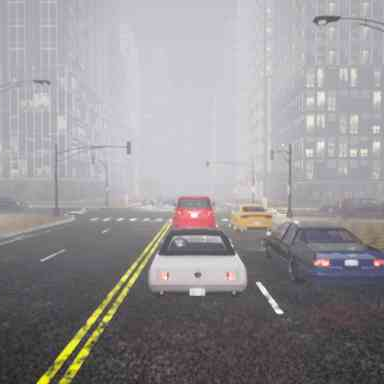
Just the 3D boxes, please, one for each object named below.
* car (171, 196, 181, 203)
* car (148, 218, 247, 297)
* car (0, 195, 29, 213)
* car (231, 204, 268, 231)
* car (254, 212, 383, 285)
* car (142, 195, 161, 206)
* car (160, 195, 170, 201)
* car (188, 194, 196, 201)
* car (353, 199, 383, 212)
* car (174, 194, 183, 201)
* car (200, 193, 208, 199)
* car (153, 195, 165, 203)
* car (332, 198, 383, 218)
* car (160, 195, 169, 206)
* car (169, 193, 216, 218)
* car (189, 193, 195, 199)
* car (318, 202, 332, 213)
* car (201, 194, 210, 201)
[{"bbox_3d":[-3.241,1.440,67.729,1.895,1.301,4.718,0,0,0],"label":"car"},{"bbox_3d":[0.105,1.584,8.462,1.895,1.301,4.718,0,0,0],"label":"car"},{"bbox_3d":[-19.216,1.144,34.085,4.553,1.767,2.097,0,1,1],"label":"car"},{"bbox_3d":[3.360,1.437,19.310,1.882,1.535,5.008,0,0,1],"label":"car"},{"bbox_3d":[3.358,1.528,9.492,2.033,1.411,5.357,0,0,0],"label":"car"},{"bbox_3d":[-6.572,1.374,51.595,2.128,1.511,4.902,0,0,0],"label":"car"},{"bbox_3d":[-6.474,1.352,80.947,1.994,1.385,4.181,0,0,0],"label":"car"},{"bbox_3d":[0.027,1.313,82.116,1.812,1.442,4.674,0,0,0],"label":"car"},{"bbox_3d":[21.823,1.580,39.191,4.829,1.417,1.752,1,1,1],"label":"car"},{"bbox_3d":[-3.224,1.322,81.549,2.128,1.511,4.902,0,0,0],"label":"car"},{"bbox_3d":[3.280,1.121,92.116,1.812,1.442,4.674,0,0,0],"label":"car"},{"bbox_3d":[-6.504,1.320,66.224,1.882,1.535,5.008,0,0,1],"label":"car"},{"bbox_3d":[16.212,1.470,30.906,5.009,1.841,2.192,1,1,1],"label":"car"},{"bbox_3d":[-3.322,1.447,51.526,1.994,1.385,4.181,0,0,0],"label":"car"},{"bbox_3d":[0.106,1.183,18.221,2.150,2.045,5.566,0,0,0],"label":"car"},{"bbox_3d":[0.030,1.121,92.118,1.812,1.442,4.674,0,0,0],"label":"car"},{"bbox_3d":[16.527,1.533,36.685,5.008,1.535,1.882,0,1,1],"label":"car"},{"bbox_3d":[3.277,1.329,81.699,2.033,1.411,5.357,0,0,0],"label":"car"}]
